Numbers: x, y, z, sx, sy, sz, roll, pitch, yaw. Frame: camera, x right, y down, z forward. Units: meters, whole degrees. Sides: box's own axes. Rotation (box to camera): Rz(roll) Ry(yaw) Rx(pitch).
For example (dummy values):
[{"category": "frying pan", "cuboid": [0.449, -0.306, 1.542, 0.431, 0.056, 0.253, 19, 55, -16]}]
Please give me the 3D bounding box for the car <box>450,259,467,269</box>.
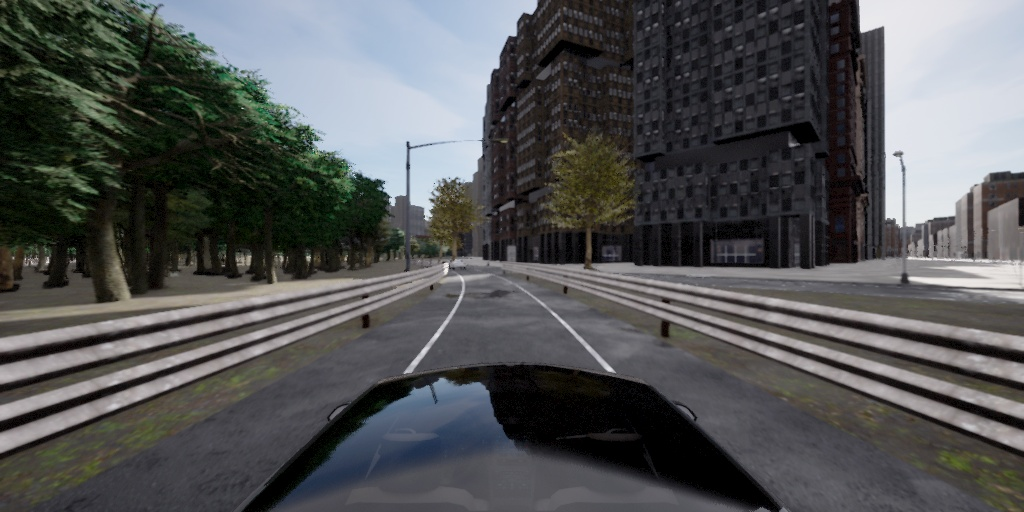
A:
[{"category": "car", "cuboid": [-8.080, 1.236, 53.424, 1.812, 1.442, 4.674, 0, 0, -19]}]
